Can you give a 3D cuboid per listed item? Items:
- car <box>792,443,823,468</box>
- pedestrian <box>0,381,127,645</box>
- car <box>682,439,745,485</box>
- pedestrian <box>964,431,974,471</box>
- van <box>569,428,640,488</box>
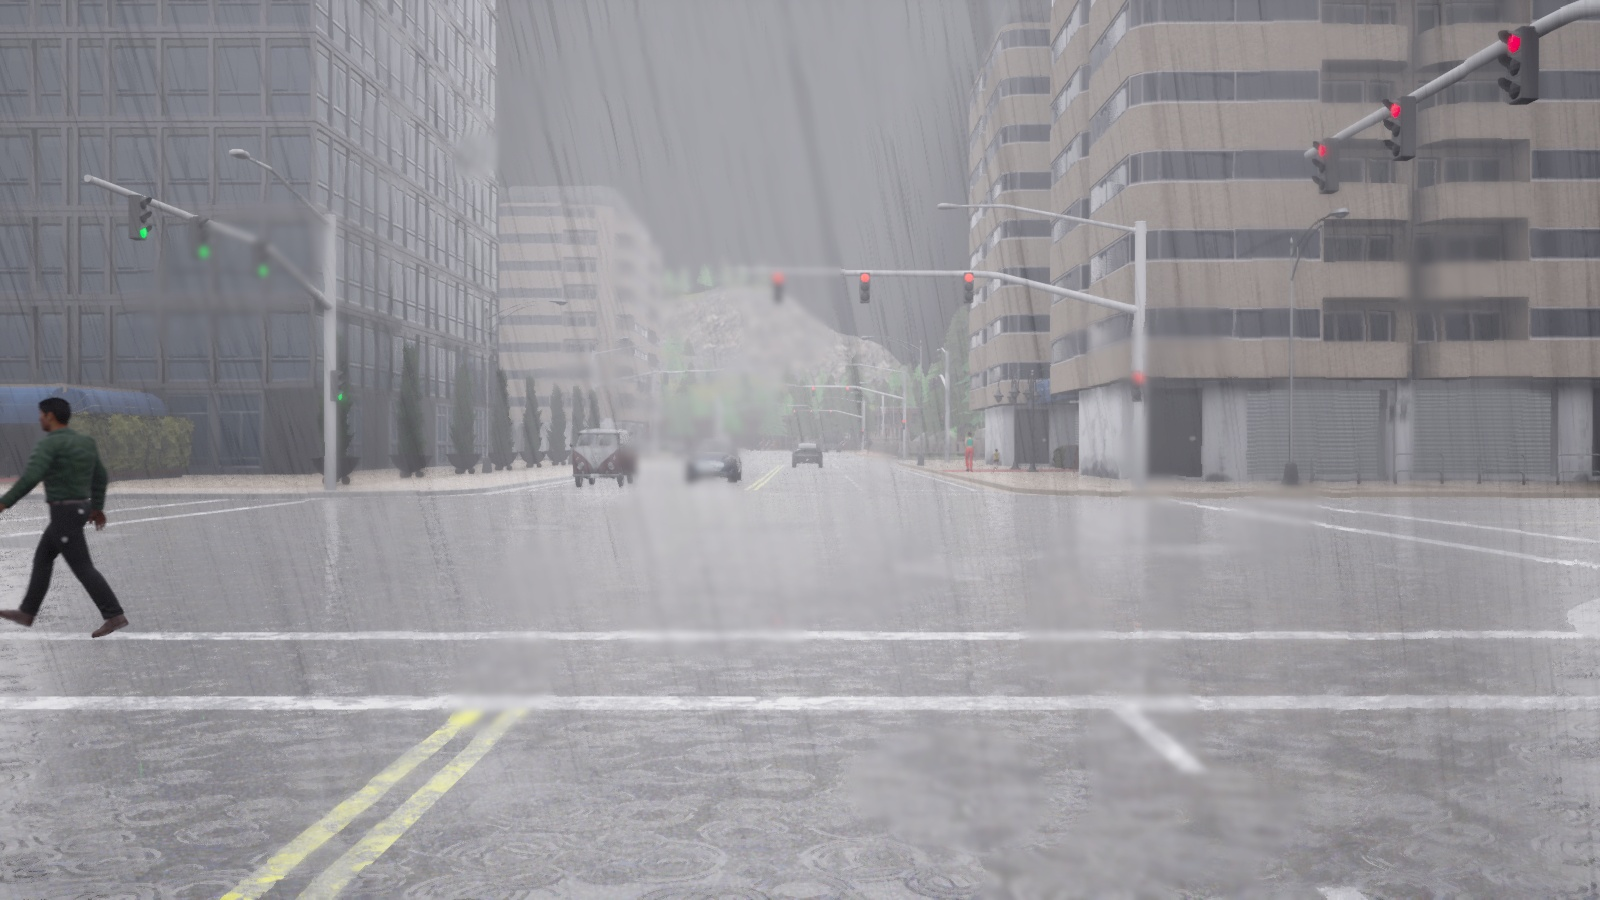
[{"bbox_3d":[0.453,0.319,76.675,1.837,1.490,4.892,0,0,0],"label":"car"},{"bbox_3d":[-5.596,0.467,9.487,0.788,1.949,0.423,0,0,1],"label":"pedestrian"},{"bbox_3d":[-3.212,0.405,47.640,2.033,1.649,4.856,0,0,0],"label":"car"},{"bbox_3d":[7.821,0.060,58.036,0.345,1.836,0.594,0,0,-5],"label":"pedestrian"},{"bbox_3d":[-6.735,0.247,43.655,1.775,1.987,4.442,0,0,0],"label":"van"}]
